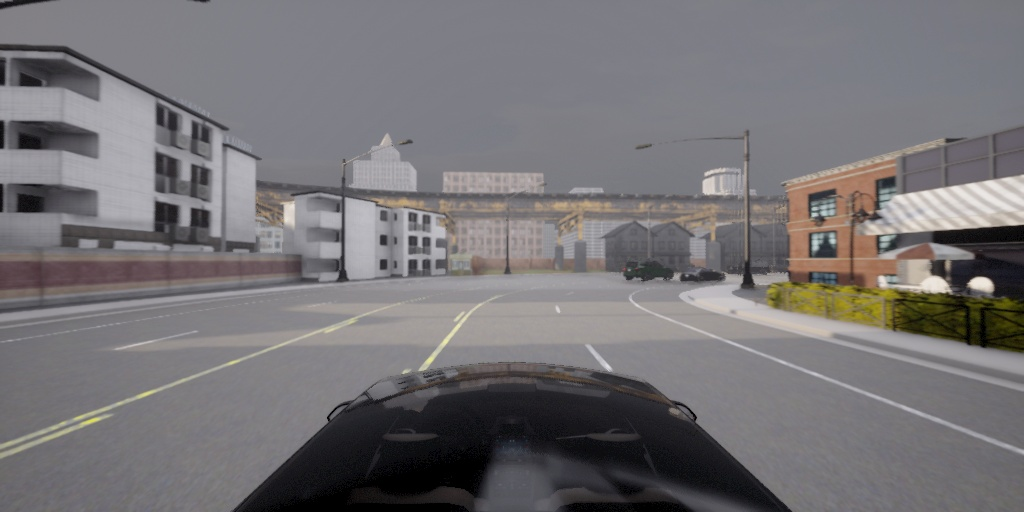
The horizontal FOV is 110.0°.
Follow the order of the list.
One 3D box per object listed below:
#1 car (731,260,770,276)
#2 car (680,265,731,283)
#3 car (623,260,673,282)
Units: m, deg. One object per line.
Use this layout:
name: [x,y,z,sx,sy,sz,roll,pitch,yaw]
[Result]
car: [32.193,1.621,49.101,5.566,2.045,2.150,0,-1,-1]
car: [17.538,1.740,32.984,4.181,1.385,1.994,0,-1,-23]
car: [13.315,1.423,35.059,5.566,2.045,2.150,0,-1,-31]
